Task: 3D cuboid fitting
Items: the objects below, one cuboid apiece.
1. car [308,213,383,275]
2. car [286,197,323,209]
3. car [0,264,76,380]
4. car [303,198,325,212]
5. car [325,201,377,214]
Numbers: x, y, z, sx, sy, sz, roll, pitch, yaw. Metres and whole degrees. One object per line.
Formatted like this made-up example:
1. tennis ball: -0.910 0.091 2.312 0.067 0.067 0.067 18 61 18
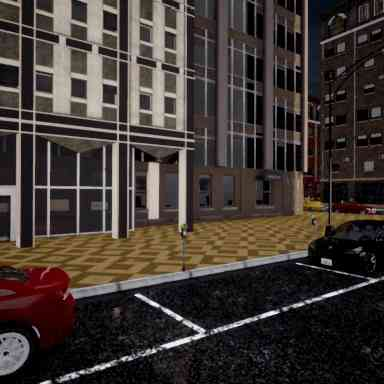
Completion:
1. car: 5.509 1.567 10.510 4.313 1.339 1.947 0 0 -36
2. car: 15.634 1.500 46.415 1.752 1.417 4.829 0 0 -36
3. car: -3.740 1.545 3.885 4.507 1.381 1.887 0 0 -36
4. car: 12.341 1.468 36.647 1.752 1.417 4.829 0 0 -36
5. car: 15.550 1.535 32.189 1.802 1.307 4.206 0 0 -36
